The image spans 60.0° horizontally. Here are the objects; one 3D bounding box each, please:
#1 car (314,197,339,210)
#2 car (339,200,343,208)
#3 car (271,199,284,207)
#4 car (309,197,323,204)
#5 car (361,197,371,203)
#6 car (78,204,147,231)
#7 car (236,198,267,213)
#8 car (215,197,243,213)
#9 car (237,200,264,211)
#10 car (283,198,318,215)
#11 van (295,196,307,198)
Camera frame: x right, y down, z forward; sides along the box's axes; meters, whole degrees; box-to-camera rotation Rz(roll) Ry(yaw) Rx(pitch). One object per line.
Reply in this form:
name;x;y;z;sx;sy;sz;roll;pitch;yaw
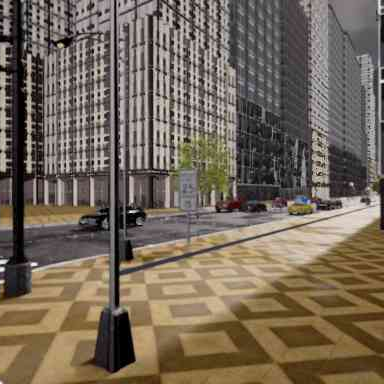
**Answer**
car;18.093;1.742;44.993;1.947;1.339;4.313;0;0;34
car;21.318;1.744;49.689;2.008;1.369;4.403;0;0;34
car;14.409;1.800;54.433;1.802;1.307;4.206;0;0;34
car;27.309;1.822;73.220;1.887;1.381;4.507;0;0;34
car;40.668;1.840;77.870;1.947;1.339;4.313;0;0;34
car;-5.015;1.574;21.566;1.837;1.490;4.892;0;0;34
car;7.329;1.722;39.504;1.994;1.385;4.181;0;0;35
car;4.735;1.478;40.346;2.192;1.841;5.009;0;0;34
car;7.960;1.748;45.040;1.947;1.339;4.313;0;0;34
car;11.740;1.665;35.740;1.752;1.417;4.829;0;0;34
van;20.860;1.590;63.829;1.690;1.788;3.998;0;0;34
